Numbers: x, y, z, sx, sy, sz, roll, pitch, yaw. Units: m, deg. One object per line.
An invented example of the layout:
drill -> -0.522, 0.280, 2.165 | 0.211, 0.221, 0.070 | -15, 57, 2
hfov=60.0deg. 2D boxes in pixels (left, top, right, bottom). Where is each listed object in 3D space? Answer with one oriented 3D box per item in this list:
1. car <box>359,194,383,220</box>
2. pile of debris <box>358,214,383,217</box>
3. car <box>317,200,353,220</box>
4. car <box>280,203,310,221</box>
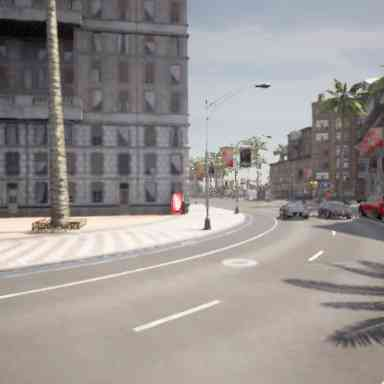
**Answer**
car -> 15.783, 1.181, 27.558 | 2.150, 2.045, 5.566 | 0, 0, 9
pile of debris -> 16.148, 2.140, 30.000 | 1.500, 0.140, 1.860 | -1, 0, 6
car -> 12.140, 1.499, 28.480 | 1.837, 1.490, 4.892 | 0, 0, 7
car -> 8.460, 1.587, 27.654 | 1.994, 1.385, 4.181 | 0, 0, 9
